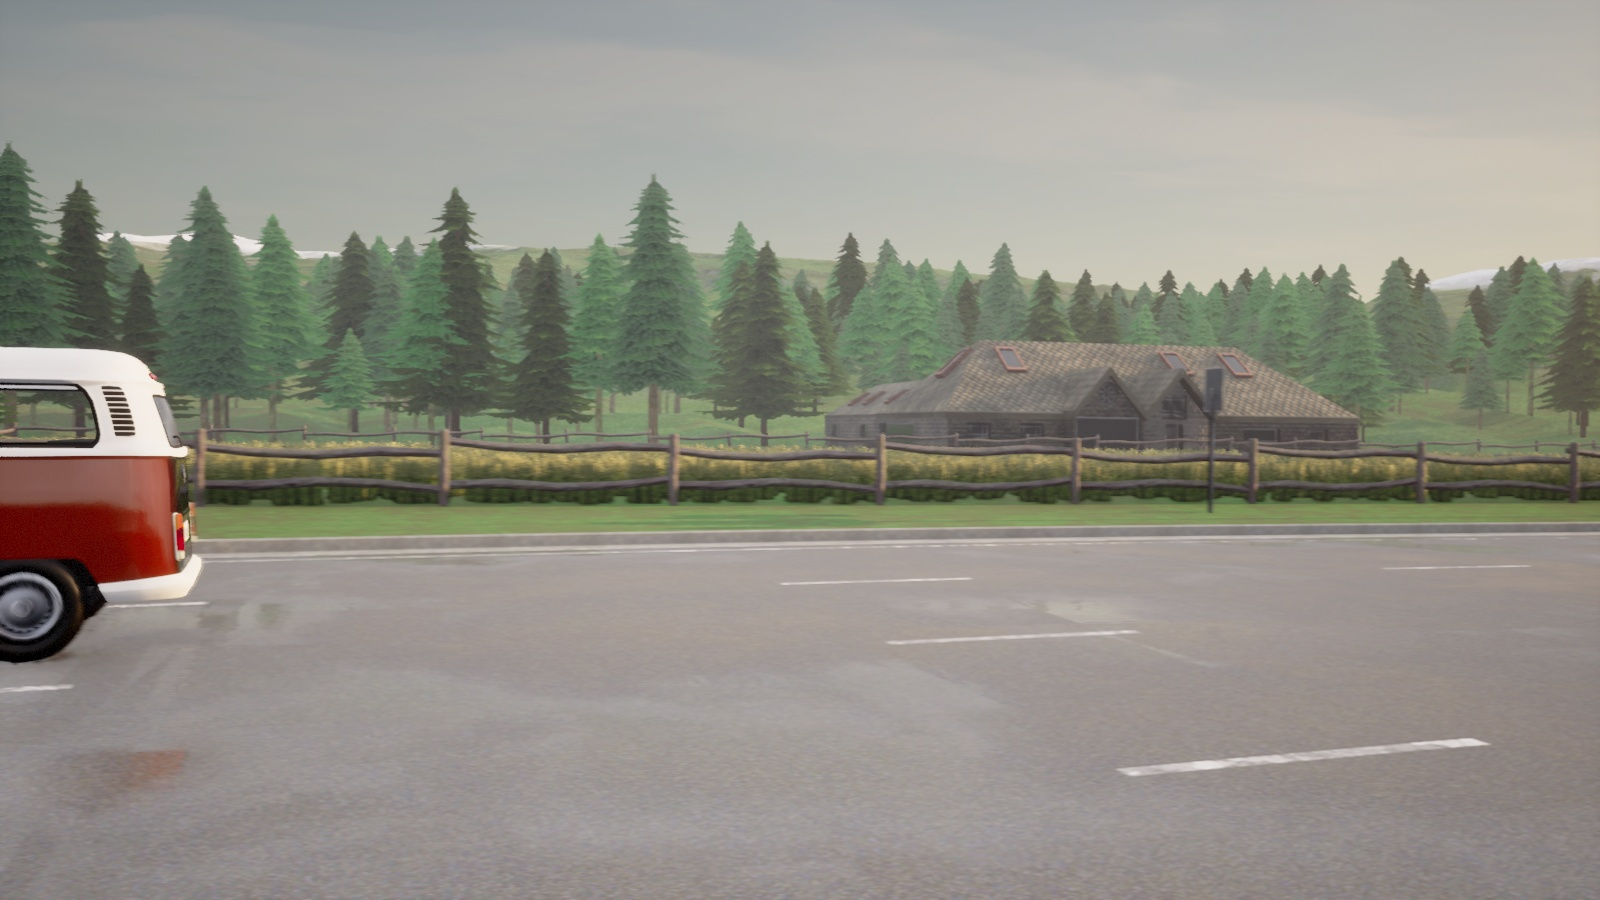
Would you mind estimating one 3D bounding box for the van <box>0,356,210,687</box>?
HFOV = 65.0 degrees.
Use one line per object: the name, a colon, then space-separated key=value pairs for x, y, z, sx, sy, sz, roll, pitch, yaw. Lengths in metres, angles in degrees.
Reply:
van: x=-6.403 y=0.448 z=8.221 sx=4.480 sy=2.038 sz=2.069 roll=-1 pitch=1 yaw=-23
